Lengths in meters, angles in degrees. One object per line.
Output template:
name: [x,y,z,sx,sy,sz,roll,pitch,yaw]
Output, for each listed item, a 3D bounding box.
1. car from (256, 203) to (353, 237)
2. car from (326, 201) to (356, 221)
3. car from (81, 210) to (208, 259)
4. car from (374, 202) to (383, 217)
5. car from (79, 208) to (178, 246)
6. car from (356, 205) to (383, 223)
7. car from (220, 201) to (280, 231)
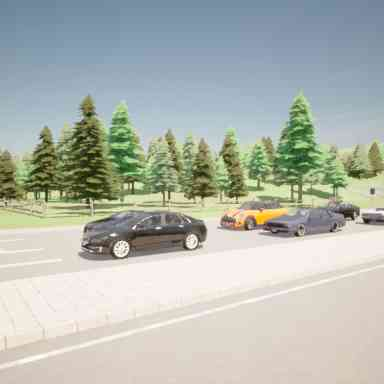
car: [6.288,1.547,18.254,5.357,1.411,2.033,0,0,-35]
car: [11.192,1.491,25.993,4.902,1.511,2.128,0,0,-35]
car: [-1.655,1.505,12.620,4.892,1.490,1.837,0,0,-35]
car: [19.508,1.601,31.801,4.718,1.301,1.895,0,0,-35]
car: [-2.996,1.564,15.946,4.181,1.385,1.994,0,0,-34]
car: [14.117,1.601,23.783,4.718,1.301,1.895,0,0,-35]
car: [3.939,1.352,20.873,4.553,1.767,2.097,0,0,-35]
